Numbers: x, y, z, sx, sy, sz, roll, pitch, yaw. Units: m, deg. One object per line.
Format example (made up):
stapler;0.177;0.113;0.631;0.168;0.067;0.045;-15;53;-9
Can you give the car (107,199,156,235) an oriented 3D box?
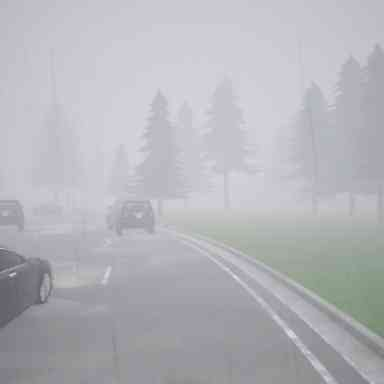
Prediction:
car;-3.867;1.444;20.595;2.150;2.045;5.566;0;0;-22

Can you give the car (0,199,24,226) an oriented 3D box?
car;-12.861;1.511;22.757;2.150;2.045;5.566;1;-1;-31

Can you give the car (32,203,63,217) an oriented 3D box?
car;-16.395;1.979;37.799;4.674;1.442;1.812;-1;-1;42

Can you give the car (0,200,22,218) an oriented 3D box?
car;-20.690;1.815;36.339;4.553;1.767;2.097;-1;-1;39

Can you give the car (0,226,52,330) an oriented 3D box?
car;-3.825;1.579;5.382;1.837;1.490;4.892;0;-1;-5
